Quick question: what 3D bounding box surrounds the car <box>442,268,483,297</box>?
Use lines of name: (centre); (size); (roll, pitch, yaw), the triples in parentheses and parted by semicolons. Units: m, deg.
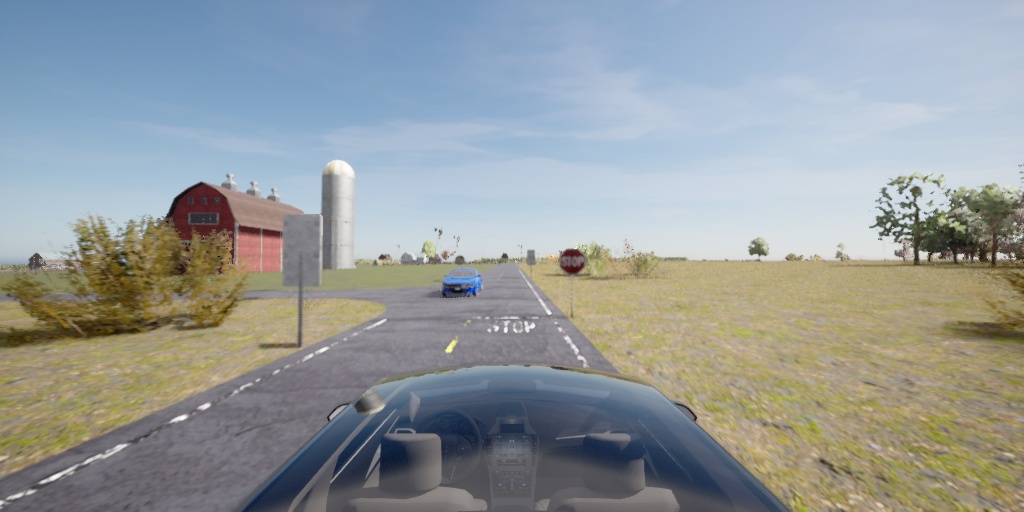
car: (-2.747, 1.425, 20.620); (1.882, 1.535, 5.008); (0, -1, 0)
